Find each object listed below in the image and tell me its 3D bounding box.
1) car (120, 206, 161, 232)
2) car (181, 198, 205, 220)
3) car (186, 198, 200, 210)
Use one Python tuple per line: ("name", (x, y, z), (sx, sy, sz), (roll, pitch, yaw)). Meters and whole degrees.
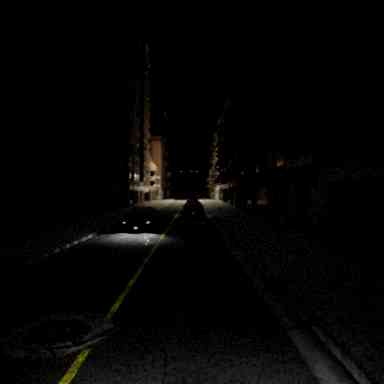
("car", (-3.039, 1.575, 20.702), (2.033, 1.411, 5.357), (0, 0, 1))
("car", (0.095, 1.518, 28.475), (1.882, 1.535, 5.008), (0, 0, 0))
("car", (0.097, 1.594, 45.958), (1.812, 1.442, 4.674), (0, 0, 0))
